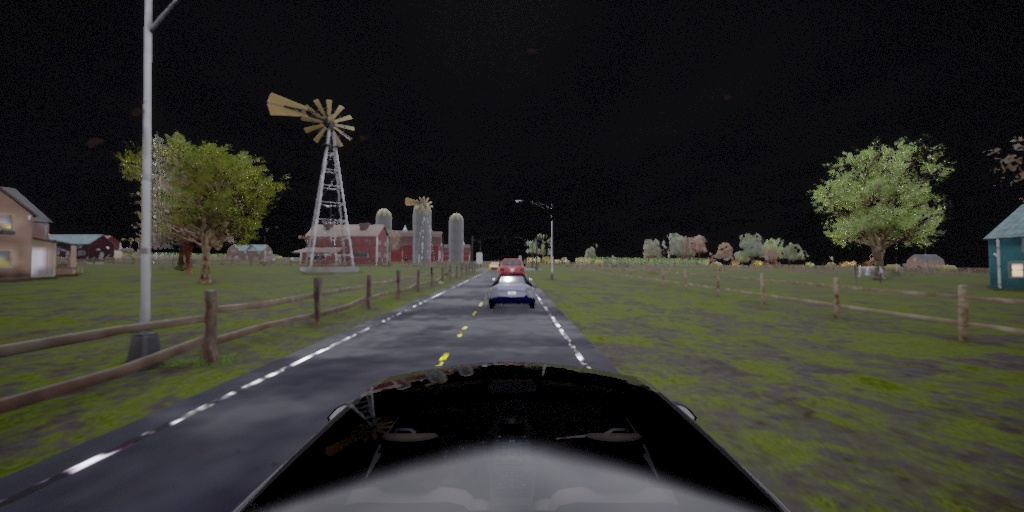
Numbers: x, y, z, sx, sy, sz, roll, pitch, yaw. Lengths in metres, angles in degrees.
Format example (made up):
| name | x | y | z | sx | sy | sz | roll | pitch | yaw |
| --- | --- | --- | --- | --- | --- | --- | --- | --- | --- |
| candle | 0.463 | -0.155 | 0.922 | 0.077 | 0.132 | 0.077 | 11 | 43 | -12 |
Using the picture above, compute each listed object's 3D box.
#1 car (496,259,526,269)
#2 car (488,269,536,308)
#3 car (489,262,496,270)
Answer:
| name | x | y | z | sx | sy | sz | roll | pitch | yaw |
| --- | --- | --- | --- | --- | --- | --- | --- | --- | --- |
| car | 0.006 | 1.246 | 30.866 | 2.150 | 2.045 | 5.566 | 0 | 0 | 0 |
| car | 0.005 | 1.452 | 16.156 | 1.994 | 1.385 | 4.181 | 0 | -1 | 0 |
| car | -2.745 | 1.775 | 58.066 | 1.882 | 1.535 | 5.008 | 0 | -1 | 0 |
